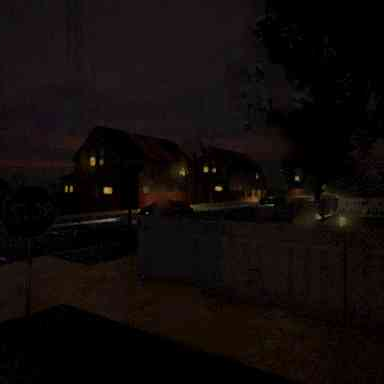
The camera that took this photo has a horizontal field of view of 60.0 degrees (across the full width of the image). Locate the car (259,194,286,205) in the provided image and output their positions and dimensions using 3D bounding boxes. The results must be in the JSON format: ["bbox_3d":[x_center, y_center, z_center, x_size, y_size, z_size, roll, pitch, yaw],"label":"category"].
[{"bbox_3d":[9.445,0.891,38.931,1.994,1.385,4.181,2,2,35],"label":"car"}]

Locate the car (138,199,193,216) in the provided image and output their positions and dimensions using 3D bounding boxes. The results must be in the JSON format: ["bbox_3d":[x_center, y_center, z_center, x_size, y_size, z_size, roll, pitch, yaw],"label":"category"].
[{"bbox_3d":[-1.746,1.184,23.065,1.994,1.385,4.181,2,2,35],"label":"car"}]
